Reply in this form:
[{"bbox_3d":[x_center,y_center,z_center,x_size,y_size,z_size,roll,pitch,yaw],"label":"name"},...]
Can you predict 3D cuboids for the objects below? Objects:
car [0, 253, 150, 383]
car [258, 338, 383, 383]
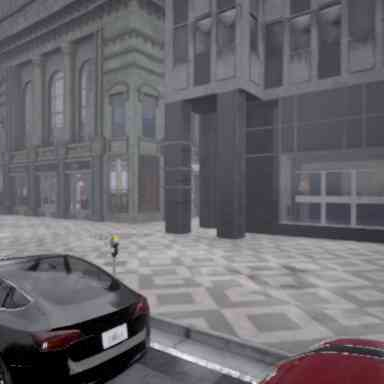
[{"bbox_3d":[-2.511,1.568,4.753,4.313,1.339,1.947,0,0,36],"label":"car"},{"bbox_3d":[2.078,1.440,1.479,4.097,1.590,1.967,0,0,36],"label":"car"}]
